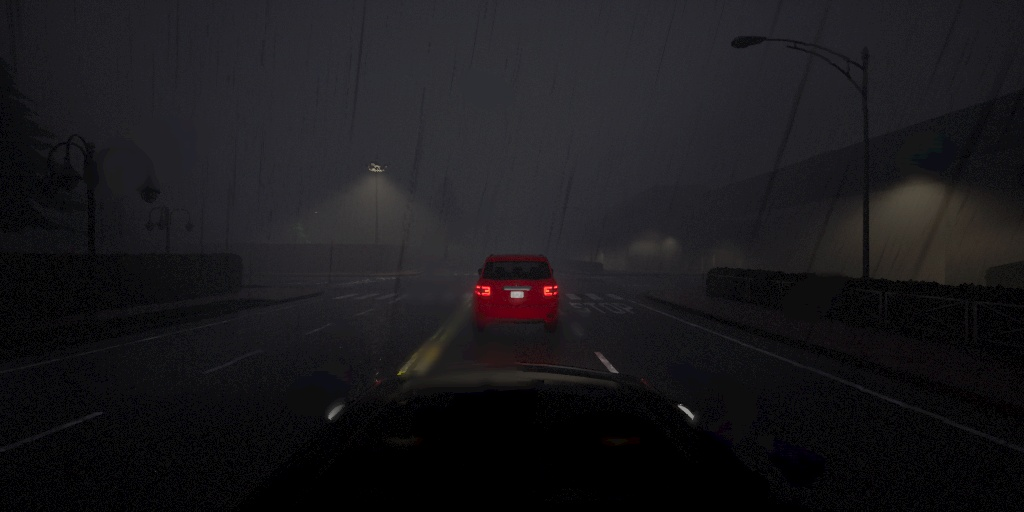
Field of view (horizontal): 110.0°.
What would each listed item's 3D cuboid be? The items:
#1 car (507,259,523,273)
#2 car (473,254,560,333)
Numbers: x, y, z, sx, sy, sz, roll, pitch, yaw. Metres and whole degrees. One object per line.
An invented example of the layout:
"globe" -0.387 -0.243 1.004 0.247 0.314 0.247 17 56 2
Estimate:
"car" 0.356 1.228 45.594 1.882 1.535 5.008 0 0 1
"car" 0.122 0.971 10.828 2.150 2.045 5.566 0 0 0
